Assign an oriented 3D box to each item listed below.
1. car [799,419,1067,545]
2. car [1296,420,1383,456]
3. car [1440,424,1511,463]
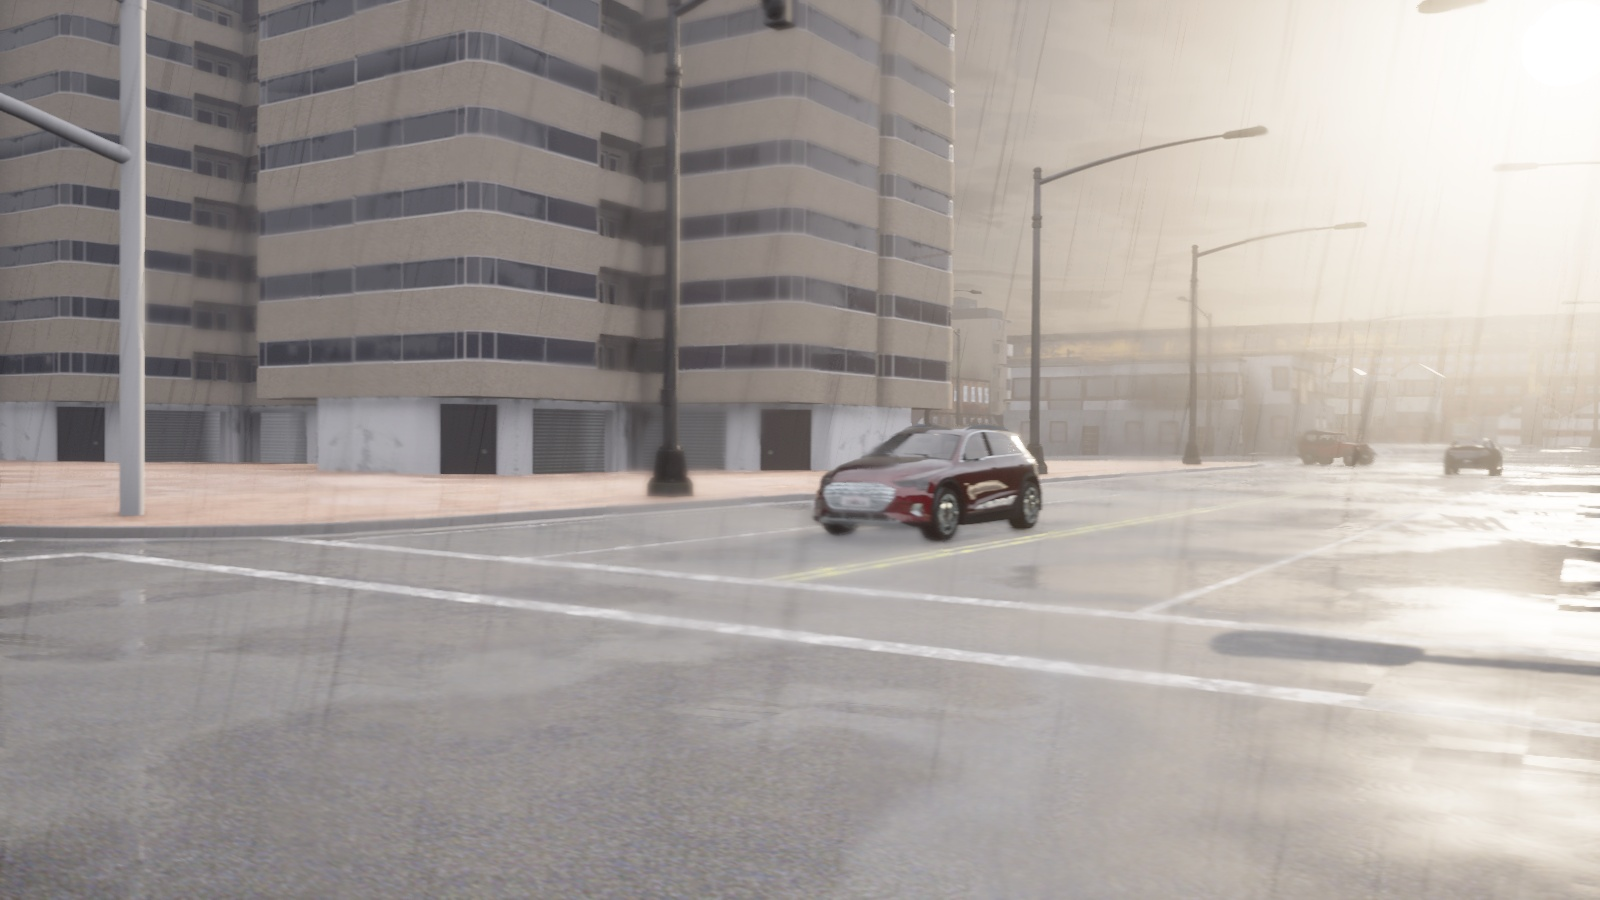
[{"bbox_3d":[2.177,0.381,19.096,2.033,1.649,4.856,0,1,33],"label":"car"},{"bbox_3d":[28.981,-0.621,67.524,1.905,1.878,3.866,-1,1,-37],"label":"car"},{"bbox_3d":[27.769,-0.270,51.533,2.128,1.511,4.902,0,1,33],"label":"car"}]
